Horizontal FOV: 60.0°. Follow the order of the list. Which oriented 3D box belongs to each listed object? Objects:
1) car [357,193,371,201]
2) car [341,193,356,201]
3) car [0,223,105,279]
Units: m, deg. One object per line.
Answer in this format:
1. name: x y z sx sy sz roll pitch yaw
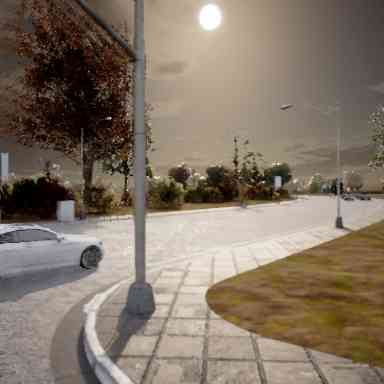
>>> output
1. car: 39.712 1.255 76.361 1.812 1.442 4.674 0 0 20
2. car: 36.229 1.351 77.056 1.895 1.301 4.718 0 0 20
3. car: -4.642 1.584 9.152 1.812 1.442 4.674 0 0 39
